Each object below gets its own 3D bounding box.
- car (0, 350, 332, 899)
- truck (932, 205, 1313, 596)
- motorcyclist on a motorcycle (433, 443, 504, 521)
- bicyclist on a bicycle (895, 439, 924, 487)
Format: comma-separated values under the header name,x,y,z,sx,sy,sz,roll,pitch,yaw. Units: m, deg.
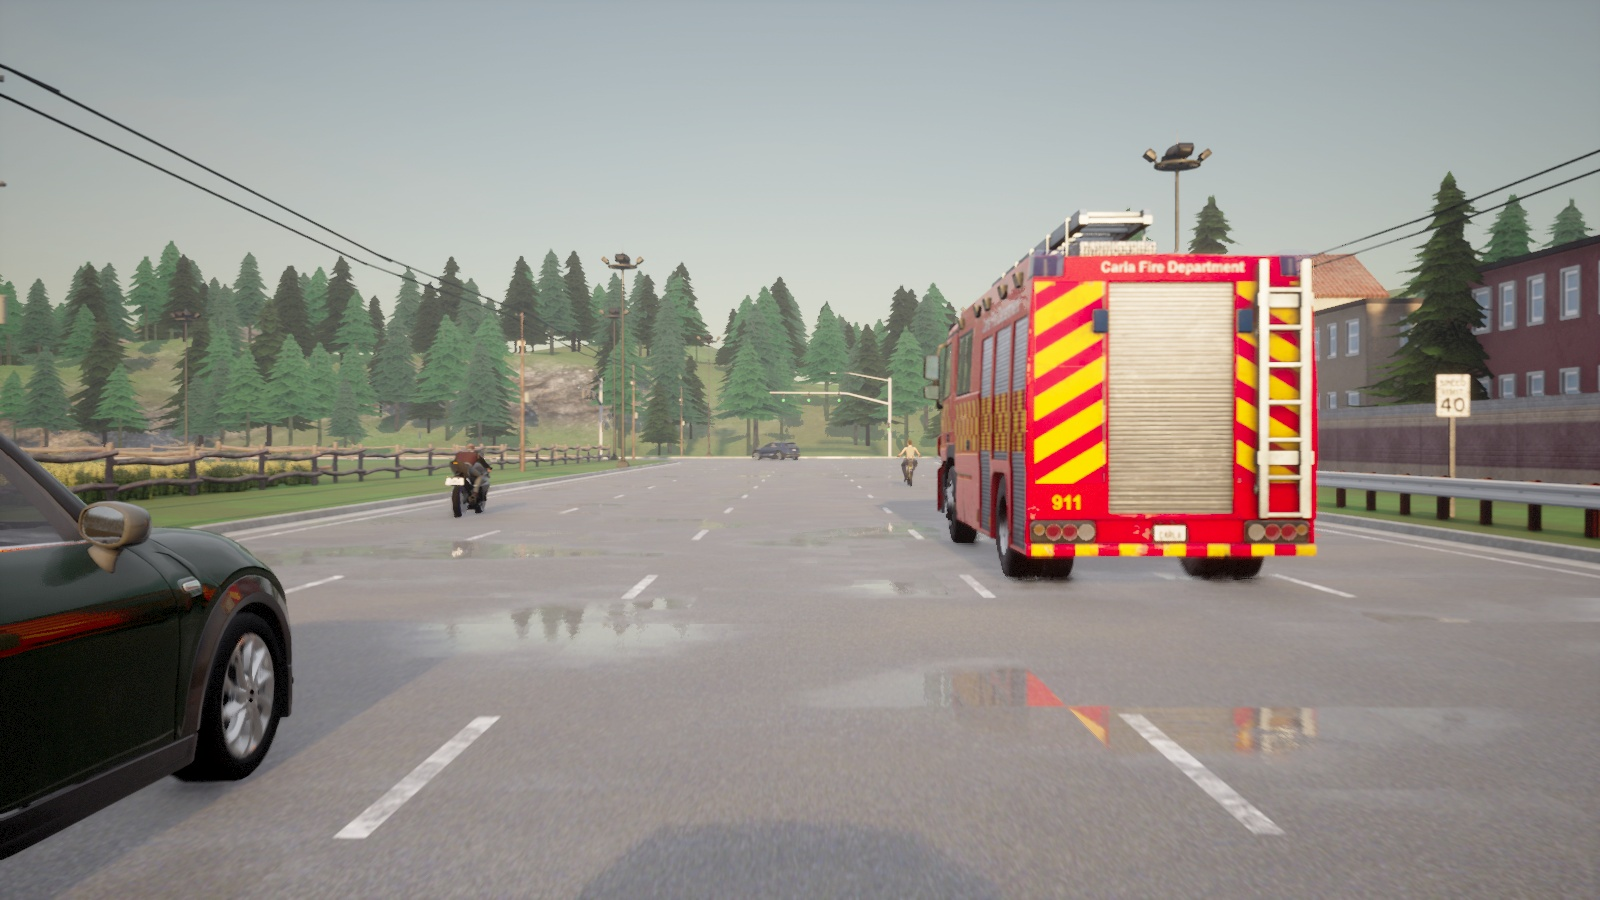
name,x,y,z,sx,sy,sz,roll,pitch,yaw
car,-3.461,0.579,4.166,2.097,1.767,4.553,0,0,0
truck,3.611,-0.509,16.565,2.891,3.827,8.468,0,0,0
motorcyclist on a motorcycle,-6.836,0.629,26.021,0.866,1.530,2.191,0,0,0
bicyclist on a bicycle,3.756,0.443,43.047,0.866,1.612,1.509,0,0,1
